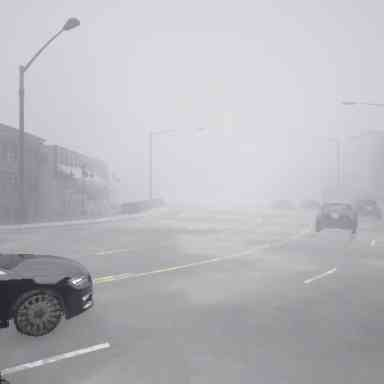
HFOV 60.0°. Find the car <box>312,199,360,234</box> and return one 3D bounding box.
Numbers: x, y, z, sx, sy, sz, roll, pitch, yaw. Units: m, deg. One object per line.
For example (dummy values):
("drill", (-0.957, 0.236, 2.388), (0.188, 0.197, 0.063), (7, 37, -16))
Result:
("car", (8.619, 1.351, 19.759), (2.097, 1.767, 4.553), (0, 0, 26))

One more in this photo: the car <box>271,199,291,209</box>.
("car", (11.927, 1.561, 44.678), (1.994, 1.385, 4.181), (0, 0, 2))

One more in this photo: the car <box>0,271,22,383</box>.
("car", (-3.679, 1.548, 1.219), (5.357, 1.411, 2.033), (0, 0, -29))

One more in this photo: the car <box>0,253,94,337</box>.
("car", (-4.082, 1.490, 5.140), (4.902, 1.511, 2.128), (0, 0, -30))

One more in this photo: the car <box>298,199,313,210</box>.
("car", (15.387, 1.561, 43.539), (1.994, 1.385, 4.181), (0, 0, 2))

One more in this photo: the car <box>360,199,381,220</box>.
("car", (14.436, 1.349, 28.751), (2.097, 1.767, 4.553), (0, 0, 8))
